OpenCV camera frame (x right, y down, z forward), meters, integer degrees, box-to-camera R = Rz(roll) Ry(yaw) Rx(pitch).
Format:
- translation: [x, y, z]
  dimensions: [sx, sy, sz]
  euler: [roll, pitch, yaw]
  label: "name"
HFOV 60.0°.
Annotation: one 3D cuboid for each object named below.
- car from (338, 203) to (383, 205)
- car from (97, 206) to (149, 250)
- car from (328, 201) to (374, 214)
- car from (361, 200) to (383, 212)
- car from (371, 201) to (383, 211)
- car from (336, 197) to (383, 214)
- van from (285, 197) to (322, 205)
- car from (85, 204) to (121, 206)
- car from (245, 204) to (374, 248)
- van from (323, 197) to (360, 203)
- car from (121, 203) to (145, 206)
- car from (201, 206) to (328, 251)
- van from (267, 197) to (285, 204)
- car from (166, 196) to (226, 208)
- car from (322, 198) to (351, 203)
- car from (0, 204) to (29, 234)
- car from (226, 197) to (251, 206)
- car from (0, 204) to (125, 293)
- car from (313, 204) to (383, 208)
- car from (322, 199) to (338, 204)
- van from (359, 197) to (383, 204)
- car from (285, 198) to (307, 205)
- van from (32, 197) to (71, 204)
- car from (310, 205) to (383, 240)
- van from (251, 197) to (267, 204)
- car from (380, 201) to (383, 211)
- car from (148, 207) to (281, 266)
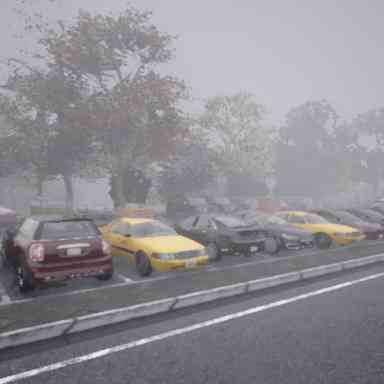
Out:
- translation: [11.924, 1.692, 20.609]
  dimensions: [2.163, 1.488, 4.792]
  euler: [1, 0, -35]
  label: "car"
- translation: [-3.986, 1.566, 14.775]
  dimensions: [4.892, 1.490, 1.837]
  euler: [1, -1, -36]
  label: "car"
- translation: [20.231, 1.908, 42.535]
  dimensions: [2.163, 1.488, 4.792]
  euler: [1, -1, -35]
  label: "car"
- translation: [27.099, 2.014, 47.213]
  dimensions: [1.946, 1.575, 5.366]
  euler: [1, -1, -35]
  label: "car"
- translation: [29.252, 2.103, 48.964]
  dimensions: [2.002, 1.452, 4.674]
  euler: [1, -1, -35]
  label: "car"
- translation: [22.460, 1.673, 44.186]
  dimensions: [2.435, 2.045, 5.566]
  euler: [1, -1, -35]
  label: "car"
- translation: [11.261, 1.507, 36.076]
  dimensions: [1.878, 1.987, 4.442]
  euler: [1, 0, -36]
  label: "van"
- translation: [-6.997, 1.593, 23.265]
  dimensions: [2.002, 1.452, 4.674]
  euler: [1, 0, -35]
  label: "car"
- translation: [5.221, 1.594, 15.664]
  dimensions: [1.946, 1.575, 5.366]
  euler: [1, 0, -35]
  label: "car"
- translation: [17.789, 1.607, 40.982]
  dimensions: [1.878, 1.987, 4.442]
  euler: [1, -1, -35]
  label: "van"
- translation: [-4.630, 1.576, 24.933]
  dimensions: [2.097, 1.535, 5.008]
  euler: [1, 0, -35]
  label: "car"
- translation: [2.846, 1.576, 14.214]
  dimensions: [2.231, 1.521, 4.892]
  euler: [1, 0, -35]
  label: "car"
- translation: [6.599, 1.460, 33.046]
  dimensions: [1.878, 1.987, 4.442]
  euler: [1, 0, -35]
  label: "van"
- translation: [-0.096, 1.368, 28.121]
  dimensions: [2.435, 2.045, 5.566]
  euler: [1, 0, -35]
  label: "car"
- translation: [15.577, 1.822, 39.305]
  dimensions: [2.163, 1.488, 4.792]
  euler: [1, -1, -35]
  label: "car"
- translation: [-11.411, 1.550, 20.129]
  dimensions: [2.002, 1.452, 4.674]
  euler: [1, 0, -35]
  label: "car"
- translation: [2.164, 1.390, 29.724]
  dimensions: [2.435, 2.045, 5.566]
  euler: [1, 0, -35]
  label: "car"
- translation: [-3.925, 1.383, 9.367]
  dimensions: [2.185, 1.767, 4.553]
  euler: [1, 0, -35]
  label: "car"
- translation: [9.660, 1.670, 19.003]
  dimensions: [2.163, 1.488, 4.792]
  euler: [1, 0, -35]
  label: "car"
- translation: [13.424, 1.790, 37.779]
  dimensions: [2.163, 1.488, 4.792]
  euler: [1, 0, -35]
  label: "car"
- translation: [14.106, 1.459, 22.335]
  dimensions: [1.878, 1.987, 4.442]
  euler: [1, 0, -35]
  label: "van"
- translation: [8.921, 1.707, 34.556]
  dimensions: [2.097, 1.535, 5.008]
  euler: [1, 0, -35]
  label: "car"
- translation: [-9.321, 1.305, 21.757]
  dimensions: [1.878, 1.987, 4.442]
  euler: [1, 0, -35]
  label: "van"
- translation: [7.395, 1.648, 17.397]
  dimensions: [2.163, 1.488, 4.792]
  euler: [1, 0, -35]
  label: "car"
- translation: [4.474, 1.438, 31.253]
  dimensions: [1.878, 1.987, 4.442]
  euler: [1, 0, -35]
  label: "van"
- translation: [31.527, 2.138, 50.545]
  dimensions: [2.163, 1.488, 4.792]
  euler: [1, -1, -35]
  label: "car"
- translation: [0.588, 1.554, 12.598]
  dimensions: [2.231, 1.521, 4.892]
  euler: [1, 0, -35]
  label: "car"
